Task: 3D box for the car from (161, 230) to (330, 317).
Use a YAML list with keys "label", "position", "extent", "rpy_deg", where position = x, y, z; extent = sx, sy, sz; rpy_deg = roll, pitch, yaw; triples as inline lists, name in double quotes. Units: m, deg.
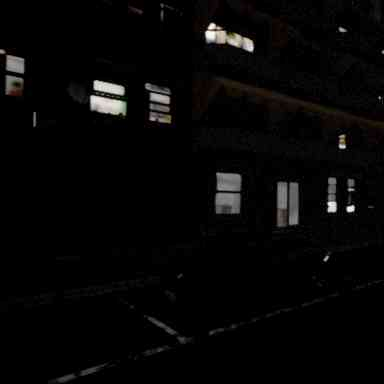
- label: "car"
  position: [1.380, 1.586, 7.527]
  extent: [4.313, 1.339, 1.947]
  rpy_deg: [0, 1, -35]
